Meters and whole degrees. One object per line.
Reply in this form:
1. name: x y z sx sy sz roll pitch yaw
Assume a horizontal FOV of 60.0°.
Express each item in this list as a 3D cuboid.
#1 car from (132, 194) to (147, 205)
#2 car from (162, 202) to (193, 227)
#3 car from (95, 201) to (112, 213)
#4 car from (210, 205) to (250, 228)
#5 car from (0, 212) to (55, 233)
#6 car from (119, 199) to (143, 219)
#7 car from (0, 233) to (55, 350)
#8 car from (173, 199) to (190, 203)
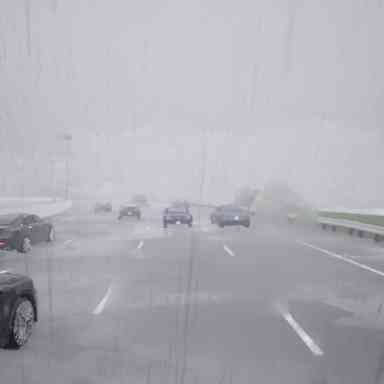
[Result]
1. car: -10.043 1.405 62.600 2.150 2.045 5.566 0 0 -20
2. car: -1.090 1.638 22.947 1.895 1.301 4.718 -1 0 -6
3. car: -10.664 1.767 40.153 1.895 1.301 4.718 -1 0 -13
4. car: 2.452 1.560 22.250 1.994 1.385 4.181 -1 0 -7
5. car: -7.266 1.604 13.852 1.837 1.490 4.892 0 0 -5
6. car: -5.651 1.624 30.357 1.812 1.442 4.674 0 0 -10
7. car: -3.342 1.534 3.398 2.128 1.511 4.902 0 0 -1
8. car: -1.754 1.673 48.100 1.895 1.301 4.718 -1 0 -15
